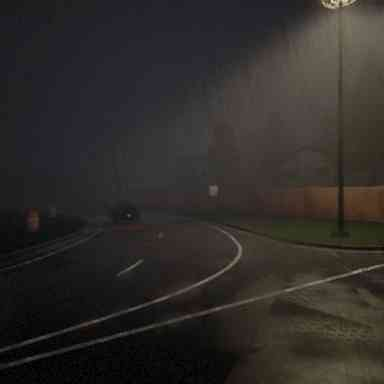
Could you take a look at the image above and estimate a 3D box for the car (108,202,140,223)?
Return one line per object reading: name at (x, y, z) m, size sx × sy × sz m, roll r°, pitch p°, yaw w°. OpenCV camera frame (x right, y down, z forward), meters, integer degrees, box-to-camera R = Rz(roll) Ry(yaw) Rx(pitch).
car at (-5.267, 1.465, 25.421) m, size 1.882 × 1.535 × 5.008 m, roll 0°, pitch 0°, yaw -20°
